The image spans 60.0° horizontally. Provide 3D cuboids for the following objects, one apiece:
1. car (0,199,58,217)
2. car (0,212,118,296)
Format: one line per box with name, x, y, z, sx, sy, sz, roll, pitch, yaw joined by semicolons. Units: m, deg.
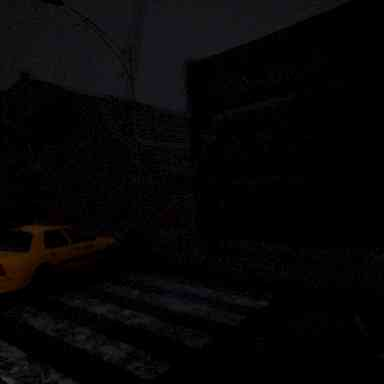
car;-6.336;1.258;10.341;2.435;2.045;5.566;1;-1;14
car;-3.789;1.511;8.840;1.946;1.575;5.366;0;-1;14
